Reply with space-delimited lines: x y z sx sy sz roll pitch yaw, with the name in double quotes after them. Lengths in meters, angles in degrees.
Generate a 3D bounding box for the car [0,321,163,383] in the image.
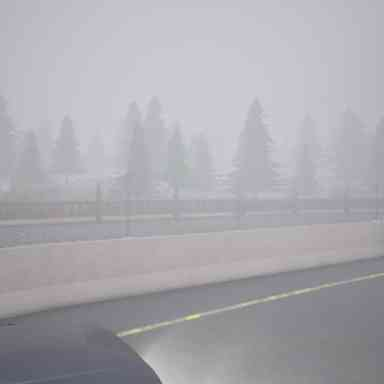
-2.720 1.536 1.770 5.357 1.411 2.033 0 0 -35 "car"
